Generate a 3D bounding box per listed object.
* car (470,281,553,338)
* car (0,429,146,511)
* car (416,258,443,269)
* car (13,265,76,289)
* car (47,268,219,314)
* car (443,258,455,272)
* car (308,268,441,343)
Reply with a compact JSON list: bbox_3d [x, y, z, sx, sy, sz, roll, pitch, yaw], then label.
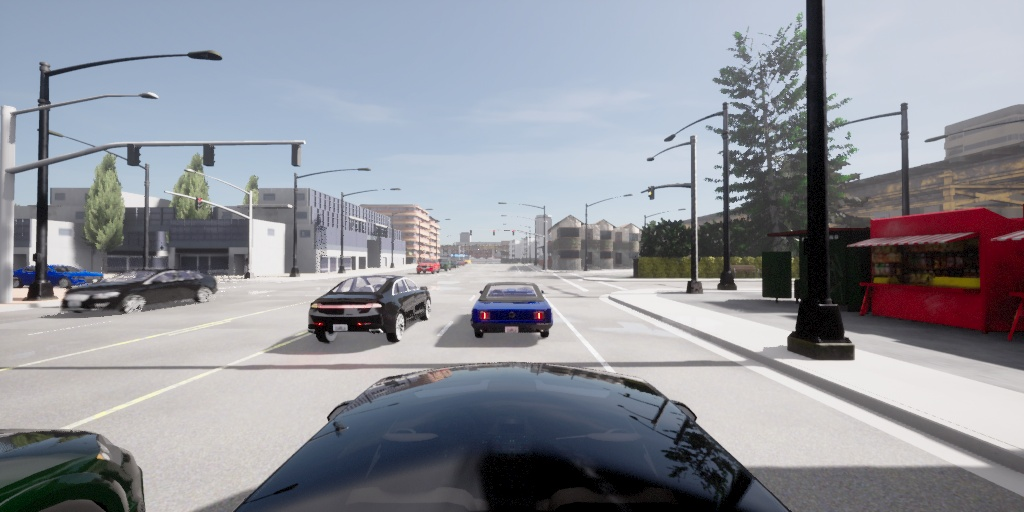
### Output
[{"bbox_3d":[-0.011,1.365,10.219,1.895,1.301,4.718,0,0,0],"label":"car"},{"bbox_3d":[-3.373,1.314,0.572,1.994,1.385,4.181,0,0,-1],"label":"car"},{"bbox_3d":[-11.055,1.337,47.637,2.150,2.045,5.566,0,0,-1],"label":"car"},{"bbox_3d":[-29.745,1.317,23.437,5.008,1.535,1.882,0,-1,0],"label":"car"},{"bbox_3d":[-14.030,1.272,13.946,2.128,1.511,4.902,0,0,0],"label":"car"},{"bbox_3d":[-11.149,1.390,57.686,2.150,2.045,5.566,0,0,0],"label":"car"},{"bbox_3d":[-3.511,1.257,9.741,2.128,1.511,4.902,0,0,0],"label":"car"}]
